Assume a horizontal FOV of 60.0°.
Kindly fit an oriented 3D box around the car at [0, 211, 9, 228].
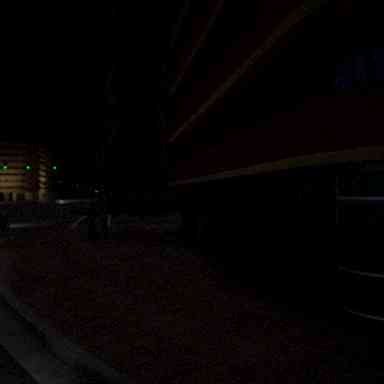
[{"bbox_3d":[-13.292,1.740,21.404,1.882,1.535,5.008,0,0,-16],"label":"car"}]
